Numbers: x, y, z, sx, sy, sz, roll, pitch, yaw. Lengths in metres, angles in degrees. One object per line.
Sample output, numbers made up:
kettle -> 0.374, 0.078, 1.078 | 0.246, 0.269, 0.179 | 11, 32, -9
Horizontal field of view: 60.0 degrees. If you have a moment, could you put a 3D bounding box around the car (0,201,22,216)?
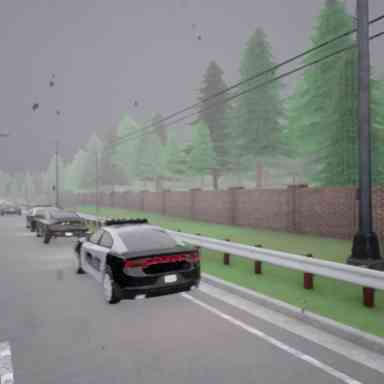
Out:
car -> -21.300, 2.024, 39.192 | 1.994, 1.385, 4.181 | 0, 0, -31

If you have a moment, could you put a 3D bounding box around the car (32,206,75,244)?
car -> -6.838, 1.683, 17.134 | 1.837, 1.490, 4.892 | 0, 0, -31

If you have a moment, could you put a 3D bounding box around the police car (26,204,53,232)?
police car -> -9.984, 1.667, 22.373 | 1.930, 1.638, 5.238 | 0, 0, -31

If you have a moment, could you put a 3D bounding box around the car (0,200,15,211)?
car -> -28.709, 2.089, 51.520 | 1.882, 1.535, 5.008 | 0, 0, -31

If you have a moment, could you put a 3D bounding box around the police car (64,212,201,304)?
police car -> -1.747, 1.498, 8.657 | 1.930, 1.638, 5.238 | 0, 0, -31
